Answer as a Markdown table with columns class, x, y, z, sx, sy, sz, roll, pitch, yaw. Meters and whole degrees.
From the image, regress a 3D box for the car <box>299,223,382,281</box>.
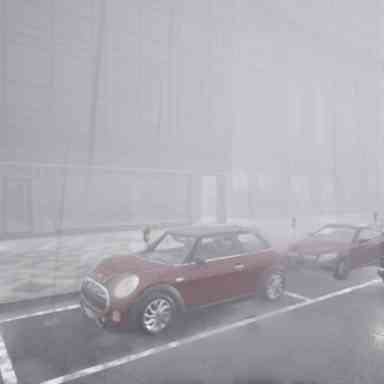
| class | x | y | z | sx | sy | sz | roll | pitch | yaw |
| --- | --- | --- | --- | --- | --- | --- | --- | --- | --- |
| car | 4.534 | 1.596 | 9.877 | 4.206 | 1.307 | 1.802 | 0 | 0 | -35 |

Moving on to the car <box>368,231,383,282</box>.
| class | x | y | z | sx | sy | sz | roll | pitch | yaw |
| --- | --- | --- | --- | --- | --- | --- | --- | --- | --- |
| car | 6.413 | 1.615 | 7.952 | 4.718 | 1.301 | 1.895 | 0 | 0 | -35 |

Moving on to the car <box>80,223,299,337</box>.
| class | x | y | z | sx | sy | sz | roll | pitch | yaw |
| --- | --- | --- | --- | --- | --- | --- | --- | --- | --- |
| car | -0.054 | 1.445 | 6.604 | 4.097 | 1.590 | 1.967 | 0 | 0 | -35 |
